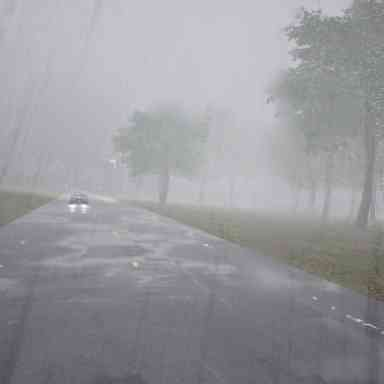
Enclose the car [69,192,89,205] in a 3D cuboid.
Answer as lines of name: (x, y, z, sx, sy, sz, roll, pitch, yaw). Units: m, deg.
car: (-12.904, 0.723, 38.162, 1.994, 1.385, 4.181, 4, 0, -19)
